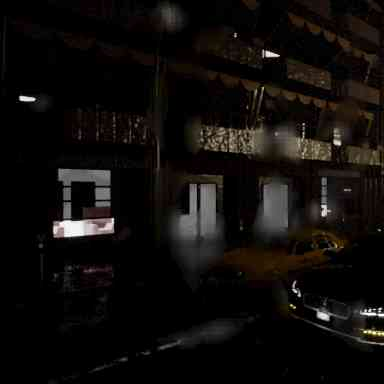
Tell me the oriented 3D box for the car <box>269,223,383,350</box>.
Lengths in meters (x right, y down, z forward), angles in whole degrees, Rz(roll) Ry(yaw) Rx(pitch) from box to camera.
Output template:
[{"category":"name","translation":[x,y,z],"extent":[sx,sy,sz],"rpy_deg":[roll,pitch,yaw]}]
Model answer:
[{"category":"car","translation":[3.831,1.509,6.127],"extent":[4.892,1.490,1.837],"rpy_deg":[0,0,-36]}]

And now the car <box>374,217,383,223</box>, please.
[{"category":"car","translation":[7.027,1.554,11.605],"extent":[4.507,1.381,1.887],"rpy_deg":[0,0,-36]}]

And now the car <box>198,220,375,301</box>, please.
[{"category":"car","translation":[2.396,1.530,8.289],"extent":[4.829,1.417,1.752],"rpy_deg":[0,0,-36]}]
